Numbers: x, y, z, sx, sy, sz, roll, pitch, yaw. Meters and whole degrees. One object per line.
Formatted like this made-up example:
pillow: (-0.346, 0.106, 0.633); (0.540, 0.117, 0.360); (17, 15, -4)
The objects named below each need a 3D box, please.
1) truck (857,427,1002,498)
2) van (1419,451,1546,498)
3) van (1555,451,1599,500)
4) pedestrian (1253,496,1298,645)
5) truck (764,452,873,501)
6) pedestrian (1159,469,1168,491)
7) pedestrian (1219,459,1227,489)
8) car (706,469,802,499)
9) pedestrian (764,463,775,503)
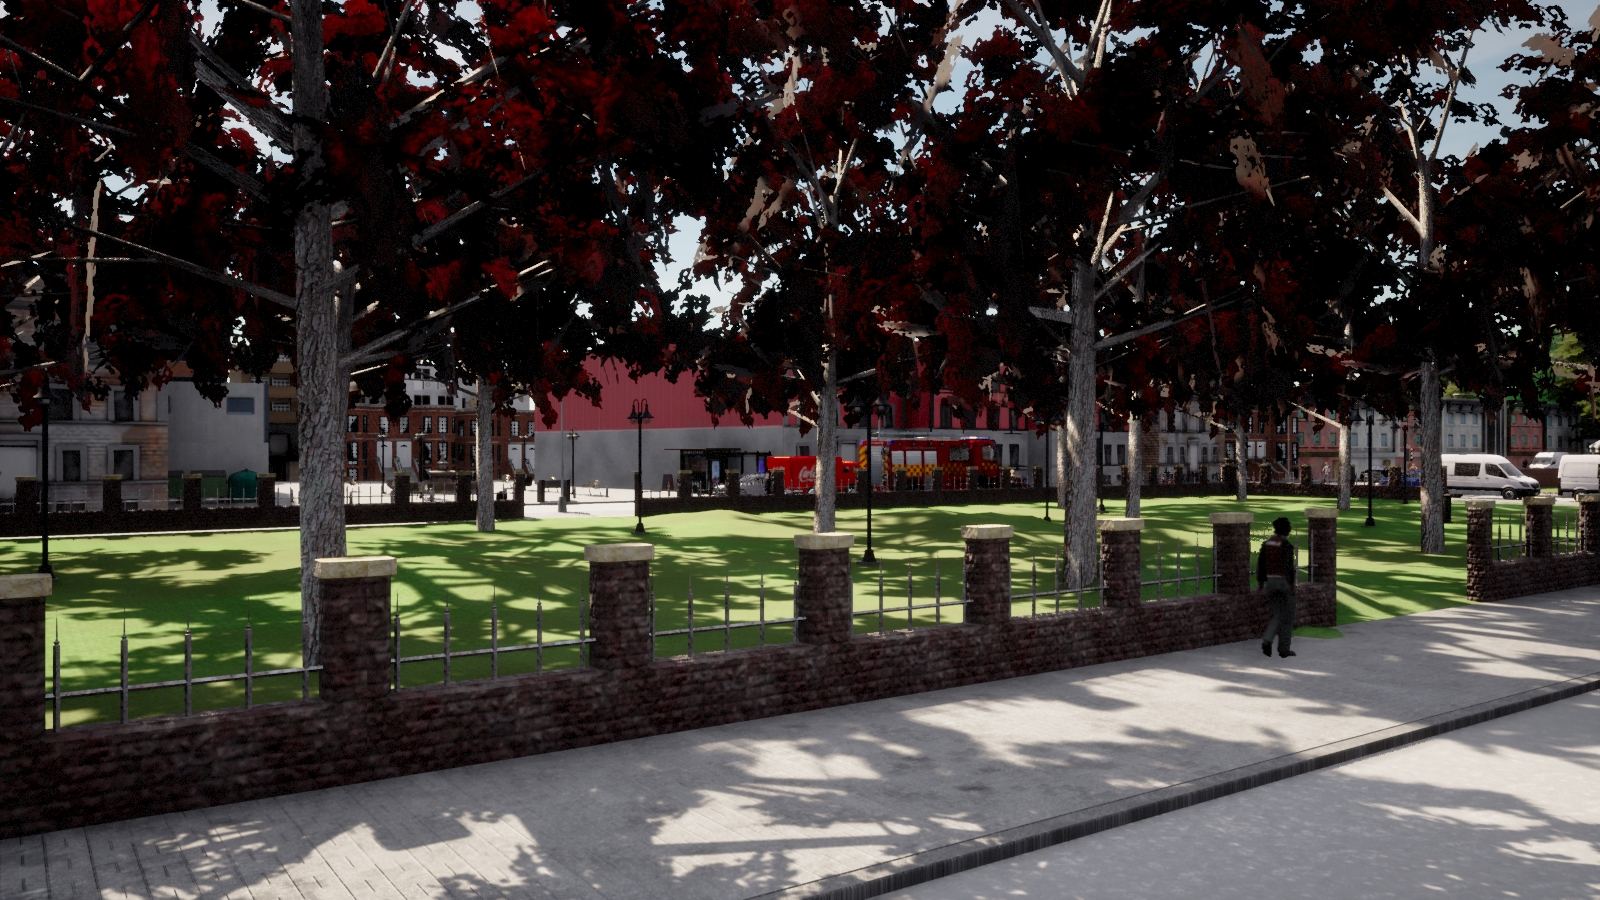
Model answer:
truck: (7.473, 0.671, 65.186); (8.468, 3.827, 2.891); (0, 0, -35)
van: (38.735, 1.314, 65.046); (1.988, 2.561, 5.915); (0, 0, -34)
van: (42.801, 1.314, 59.145); (1.988, 2.561, 5.915); (0, 0, -34)
pedestrian: (6.102, 1.525, 14.665); (0.375, 1.860, 0.375); (0, 0, -32)
truck: (0.982, 1.348, 60.339); (5.204, 2.467, 2.627); (0, 0, -35)
pedestrian: (21.974, 1.804, 69.101); (0.375, 1.300, 0.375); (0, 0, -33)
pedestrian: (26.809, 1.523, 72.458); (0.375, 1.860, 0.375); (0, 0, -5)
car: (-2.501, 1.841, 62.793); (4.892, 1.480, 2.231); (0, 0, -35)
pedestrian: (-1.423, 1.524, 52.842); (0.375, 1.860, 0.375); (0, 0, -29)
